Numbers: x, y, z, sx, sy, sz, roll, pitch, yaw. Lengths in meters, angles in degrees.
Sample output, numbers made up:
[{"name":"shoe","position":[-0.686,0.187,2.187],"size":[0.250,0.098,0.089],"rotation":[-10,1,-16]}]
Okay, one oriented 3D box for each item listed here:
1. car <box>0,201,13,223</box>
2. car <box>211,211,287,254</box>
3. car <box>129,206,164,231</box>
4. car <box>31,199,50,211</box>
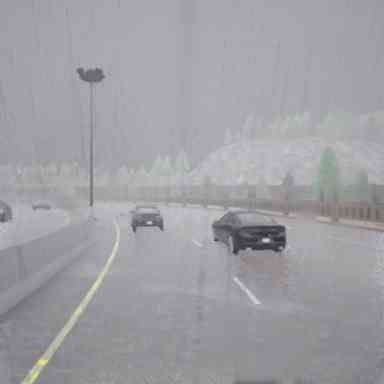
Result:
[{"name":"car","position":[-15.649,1.477,26.352],"size":[2.097,1.767,4.553],"rotation":[0,0,-20]},{"name":"car","position":[2.123,1.495,13.691],"size":[1.882,1.535,5.008],"rotation":[0,0,-9]},{"name":"car","position":[-2.919,1.576,20.999],"size":[1.812,1.442,4.674],"rotation":[0,0,-13]},{"name":"car","position":[-20.122,1.728,44.277],"size":[1.812,1.442,4.674],"rotation":[0,0,-31]}]
